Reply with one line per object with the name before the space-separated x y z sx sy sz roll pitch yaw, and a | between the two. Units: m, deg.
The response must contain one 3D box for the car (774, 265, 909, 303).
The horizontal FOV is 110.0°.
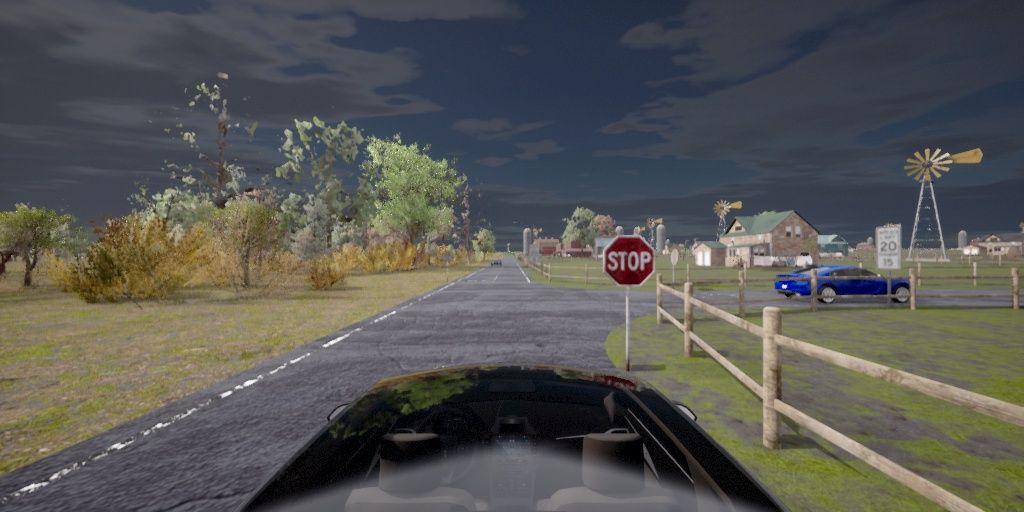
car | 14.044 1.136 15.278 5.008 1.535 1.882 0 0 -1
